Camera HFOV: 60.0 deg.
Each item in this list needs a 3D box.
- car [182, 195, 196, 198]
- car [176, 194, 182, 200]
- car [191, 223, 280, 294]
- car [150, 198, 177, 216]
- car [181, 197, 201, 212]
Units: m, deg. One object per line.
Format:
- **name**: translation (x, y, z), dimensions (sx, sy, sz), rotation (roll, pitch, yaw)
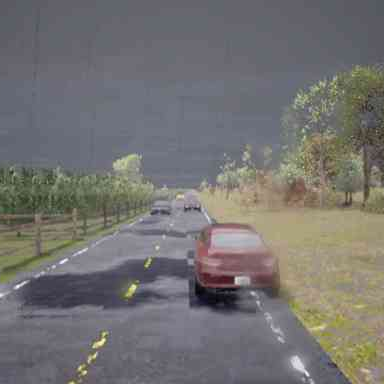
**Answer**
- **car**: translation (-0.012, 1.288, 47.748), dimensions (2.097, 1.767, 4.553), rotation (0, 0, 0)
- **car**: translation (-2.811, 1.319, 81.476), dimensions (1.882, 1.535, 5.008), rotation (0, 0, 0)
- **car**: translation (0.959, 1.520, 8.626), dimensions (1.812, 1.442, 4.674), rotation (0, 0, 0)
- **car**: translation (-2.862, 1.512, 31.943), dimensions (2.033, 1.411, 5.357), rotation (0, 0, 0)
- **car**: translation (0.067, 1.557, 37.527), dimensions (1.895, 1.301, 4.718), rotation (0, 0, 0)
